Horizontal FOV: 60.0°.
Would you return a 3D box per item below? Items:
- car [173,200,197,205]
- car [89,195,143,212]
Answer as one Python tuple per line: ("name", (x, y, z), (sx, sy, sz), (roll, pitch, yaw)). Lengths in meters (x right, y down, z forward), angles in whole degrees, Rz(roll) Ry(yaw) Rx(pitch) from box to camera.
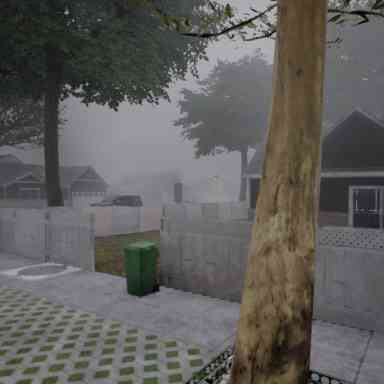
("car", (-0.829, 1.673, 38.596), (1.994, 1.385, 4.181), (1, 0, 35))
("car", (-6.780, 1.292, 30.017), (2.150, 2.045, 5.566), (1, 0, 35))
